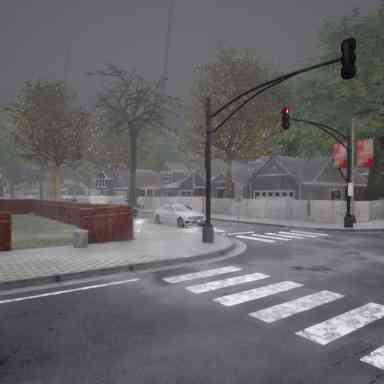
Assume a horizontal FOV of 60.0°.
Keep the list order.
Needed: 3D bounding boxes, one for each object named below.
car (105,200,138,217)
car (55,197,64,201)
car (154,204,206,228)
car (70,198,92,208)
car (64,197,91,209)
[{"bbox_3d":[-6.763,1.513,30.855,1.882,1.535,5.008,0,0,-36],"label":"car"},{"bbox_3d":[-22.266,1.599,57.466,2.128,1.511,4.902,0,0,-36],"label":"car"},{"bbox_3d":[-0.933,1.547,22.681,1.812,1.442,4.674,0,0,-36],"label":"car"},{"bbox_3d":[-16.614,1.653,49.653,1.994,1.385,4.181,0,0,-35],"label":"car"},{"bbox_3d":[-13.719,1.532,40.620,1.882,1.535,5.008,0,0,-35],"label":"car"}]
